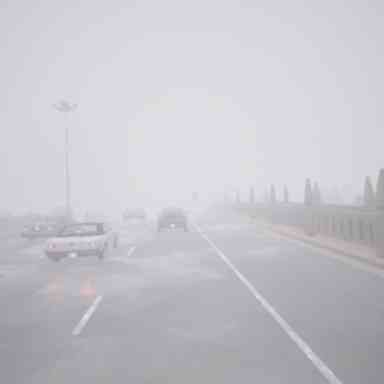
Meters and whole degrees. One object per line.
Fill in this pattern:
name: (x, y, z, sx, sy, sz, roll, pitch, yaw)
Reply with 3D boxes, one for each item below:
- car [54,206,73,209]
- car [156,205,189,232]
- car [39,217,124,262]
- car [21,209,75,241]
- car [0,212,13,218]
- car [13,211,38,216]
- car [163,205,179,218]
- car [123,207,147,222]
car: (-16.925, 2.859, 43.285, 2.150, 2.045, 5.566, -2, -5, -4)
car: (-1.295, 1.734, 22.043, 1.837, 1.490, 4.892, -2, 0, -4)
car: (-4.166, 1.859, 13.400, 1.895, 1.301, 4.718, -2, 0, -4)
car: (-8.106, 1.995, 19.629, 2.033, 1.411, 5.357, -2, 0, -4)
car: (-23.827, 3.268, 41.777, 1.882, 1.535, 5.008, -2, -5, -4)
car: (-20.371, 3.204, 42.534, 2.128, 1.511, 4.902, -2, -5, -4)
car: (-2.643, 2.463, 42.062, 1.837, 1.490, 4.892, -2, -4, -4)
car: (-5.475, 2.143, 32.327, 1.895, 1.301, 4.718, -2, -2, -4)
